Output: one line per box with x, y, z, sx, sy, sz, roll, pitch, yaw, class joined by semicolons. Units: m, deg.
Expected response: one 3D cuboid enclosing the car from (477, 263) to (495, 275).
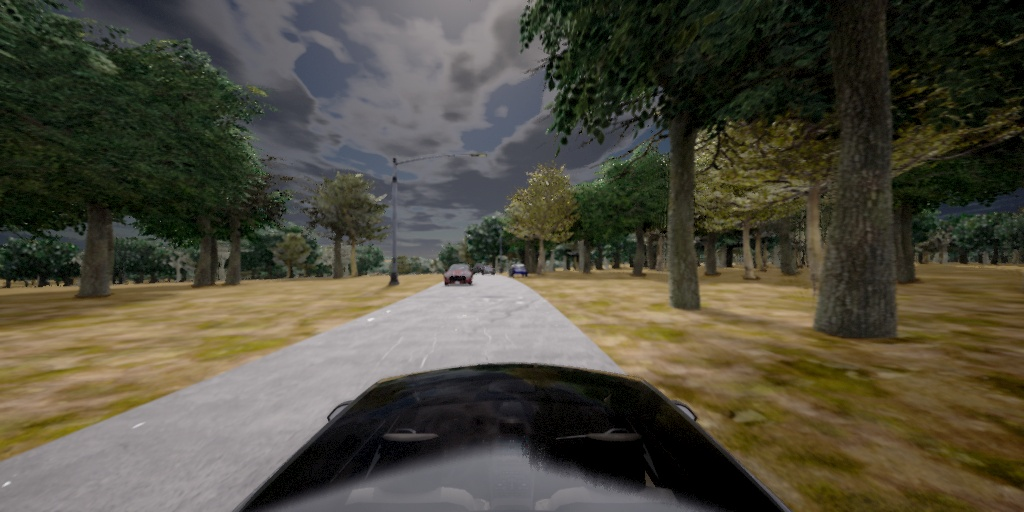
-3.780;2.209;55.766;2.128;1.511;4.902;0;-2;-9;car

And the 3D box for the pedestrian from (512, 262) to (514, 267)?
0.111;1.730;47.574;0.375;1.860;0.375;-1;-1;-12;pedestrian

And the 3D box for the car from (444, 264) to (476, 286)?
-4.142;1.393;28.404;2.097;1.767;4.553;0;-1;-4;car

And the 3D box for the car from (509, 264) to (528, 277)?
0.748;1.733;44.738;2.163;1.488;4.792;0;-1;-7;car
